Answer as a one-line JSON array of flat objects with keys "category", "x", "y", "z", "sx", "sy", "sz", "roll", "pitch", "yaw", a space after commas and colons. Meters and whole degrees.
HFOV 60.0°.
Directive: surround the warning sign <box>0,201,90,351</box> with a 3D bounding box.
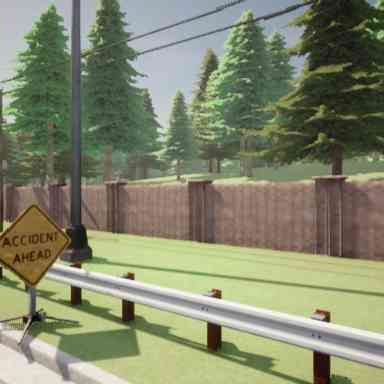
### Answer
[{"category": "warning sign", "x": -2.425, "y": 1.088, "z": 5.046, "sx": 1.060, "sy": 1.860, "sz": 1.300, "roll": 0, "pitch": 0, "yaw": 35}]
